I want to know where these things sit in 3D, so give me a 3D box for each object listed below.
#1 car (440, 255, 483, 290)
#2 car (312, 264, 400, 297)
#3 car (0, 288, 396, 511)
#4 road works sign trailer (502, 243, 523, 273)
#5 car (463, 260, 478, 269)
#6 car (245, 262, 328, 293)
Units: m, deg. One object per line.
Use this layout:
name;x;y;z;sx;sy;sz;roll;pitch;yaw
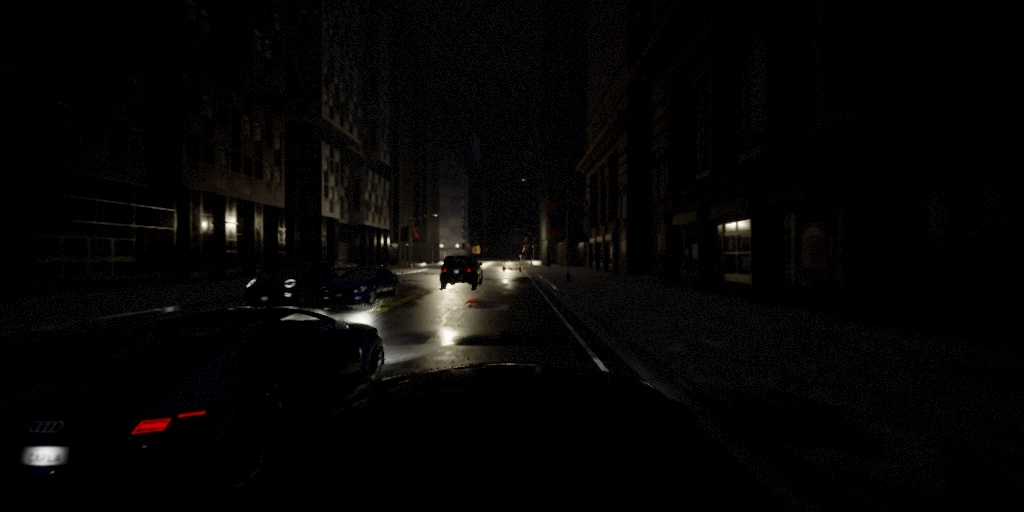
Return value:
car;-3.144;0.977;22.949;2.150;2.045;5.566;0;0;0
car;-6.597;1.231;16.196;1.882;1.535;5.008;0;0;0
car;-3.148;1.315;4.425;1.994;1.385;4.181;0;0;0
road works sign trailer;0.007;0.240;44.600;2.380;3.560;2.880;0;0;0
car;-6.546;1.315;57.127;1.812;1.442;4.674;0;0;0
car;-9.846;1.106;16.506;2.097;1.767;4.553;0;0;0
